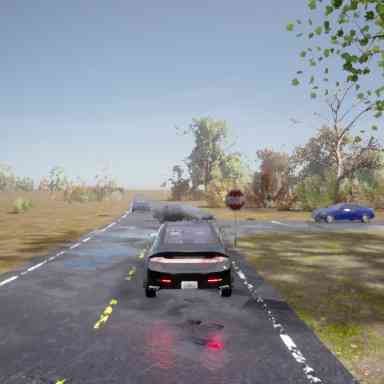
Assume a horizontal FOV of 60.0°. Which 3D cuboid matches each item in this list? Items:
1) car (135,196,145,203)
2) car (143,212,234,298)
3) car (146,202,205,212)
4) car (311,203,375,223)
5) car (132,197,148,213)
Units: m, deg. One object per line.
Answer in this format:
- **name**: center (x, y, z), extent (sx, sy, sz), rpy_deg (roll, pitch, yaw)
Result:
- **car**: center (-10.656, 1.545, 68.304), extent (1.994, 1.385, 4.181), rpy_deg (0, 0, -9)
- **car**: center (-0.106, 1.491, 8.525), extent (2.128, 1.511, 4.902), rpy_deg (0, 0, -1)
- **car**: center (-0.681, 1.546, 23.233), extent (2.033, 1.411, 5.357), rpy_deg (0, 0, -40)
- **car**: center (11.384, 1.555, 25.119), extent (4.674, 1.442, 1.812), rpy_deg (0, 0, -9)
- **car**: center (-5.749, 1.557, 37.543), extent (1.994, 1.385, 4.181), rpy_deg (0, 0, -8)
